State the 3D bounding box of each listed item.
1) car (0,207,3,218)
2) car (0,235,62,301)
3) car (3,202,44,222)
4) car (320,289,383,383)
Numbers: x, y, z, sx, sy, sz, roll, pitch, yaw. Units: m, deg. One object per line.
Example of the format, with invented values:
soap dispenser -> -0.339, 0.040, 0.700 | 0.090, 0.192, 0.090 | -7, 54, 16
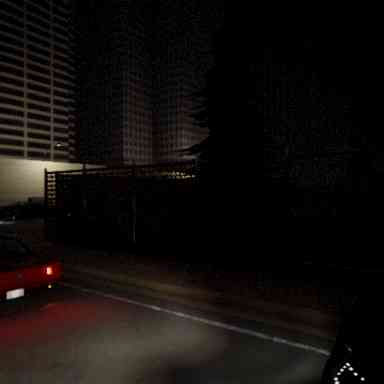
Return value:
car -> -15.732, 1.649, 30.324 | 2.128, 1.511, 4.902 | 0, 0, 35
car -> -5.123, 1.661, 7.650 | 4.718, 1.301, 1.895 | -1, 0, 37
car -> -12.918, 1.734, 28.241 | 1.895, 1.301, 4.718 | 0, 0, 35
car -> 3.524, 1.203, 1.480 | 5.566, 2.045, 2.150 | -1, -1, 36
